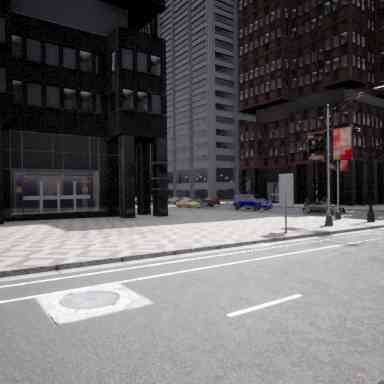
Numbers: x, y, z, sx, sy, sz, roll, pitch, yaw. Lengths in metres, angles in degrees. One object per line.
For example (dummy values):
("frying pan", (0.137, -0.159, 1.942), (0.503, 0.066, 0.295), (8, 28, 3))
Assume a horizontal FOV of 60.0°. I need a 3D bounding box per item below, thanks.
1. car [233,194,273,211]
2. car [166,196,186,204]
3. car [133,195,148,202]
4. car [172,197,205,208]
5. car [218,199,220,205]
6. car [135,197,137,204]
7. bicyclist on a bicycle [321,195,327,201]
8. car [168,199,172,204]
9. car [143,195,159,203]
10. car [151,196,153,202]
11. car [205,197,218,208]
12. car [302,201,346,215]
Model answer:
("car", (7.644, 1.321, 42.413), (2.150, 2.045, 5.566), (-1, 0, -36))
("car", (-3.291, 1.636, 67.803), (1.752, 1.417, 4.829), (-1, 1, -36))
("car", (-12.656, 1.619, 80.906), (1.967, 1.590, 4.097), (-1, 1, -36))
("car", (-0.570, 1.700, 49.333), (1.752, 1.417, 4.829), (-1, 1, -36))
("car", (3.116, 1.613, 58.837), (1.887, 1.381, 4.507), (-1, 1, -36))
("car", (-10.132, 1.819, 62.716), (1.802, 1.307, 4.206), (-1, 1, -36))
("bicyclist on a bicycle", (17.393, 1.253, 43.789), (1.656, 1.620, 0.582), (-1, 1, -36))
("car", (-1.594, 1.673, 60.735), (2.033, 1.411, 5.357), (-1, 0, -35))
("car", (-9.502, 1.595, 76.492), (1.967, 1.590, 4.097), (-1, 1, -36))
("car", (-7.788, 1.653, 69.350), (1.812, 1.442, 4.674), (-1, 0, -36))
("car", (1.573, 1.699, 50.951), (1.994, 1.385, 4.181), (-1, 0, -34))
("car", (13.510, 1.626, 34.222), (1.994, 1.385, 4.181), (-1, 0, -36))
